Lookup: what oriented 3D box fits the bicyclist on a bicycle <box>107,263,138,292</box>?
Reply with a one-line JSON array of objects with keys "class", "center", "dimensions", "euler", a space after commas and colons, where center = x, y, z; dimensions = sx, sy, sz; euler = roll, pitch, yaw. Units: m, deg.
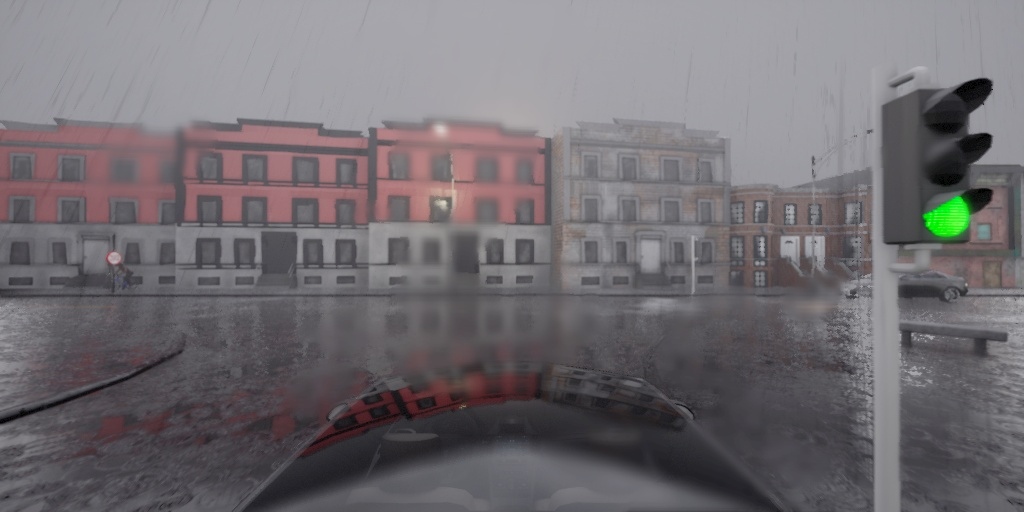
[{"class": "bicyclist on a bicycle", "center": [-22.705, 1.237, 20.922], "dimensions": [0.582, 1.620, 1.656], "euler": [0, 0, 0]}]

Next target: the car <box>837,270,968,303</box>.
[{"class": "car", "center": [18.114, 1.351, 16.774], "dimensions": [4.902, 1.511, 2.128], "euler": [0, 0, 0]}]
